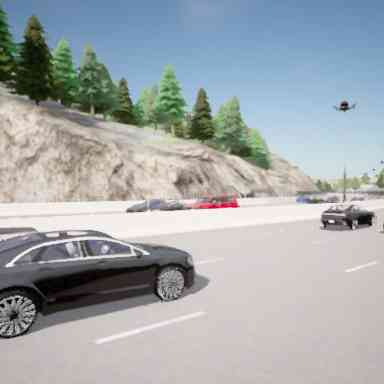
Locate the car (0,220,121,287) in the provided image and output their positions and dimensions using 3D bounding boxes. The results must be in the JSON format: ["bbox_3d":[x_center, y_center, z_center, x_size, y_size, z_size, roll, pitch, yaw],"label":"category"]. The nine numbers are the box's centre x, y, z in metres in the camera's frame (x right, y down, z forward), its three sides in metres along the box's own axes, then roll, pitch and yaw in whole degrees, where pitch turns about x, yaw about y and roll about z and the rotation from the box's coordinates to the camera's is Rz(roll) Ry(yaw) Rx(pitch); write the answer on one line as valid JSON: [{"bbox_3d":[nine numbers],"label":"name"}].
[{"bbox_3d":[-4.548,1.621,9.193,4.718,1.301,1.895,0,0,-36],"label":"car"}]

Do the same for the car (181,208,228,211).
[{"bbox_3d":[1.658,1.256,27.928,5.566,2.045,2.150,0,0,-42],"label":"car"}]

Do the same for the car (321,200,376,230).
[{"bbox_3d":[9.969,1.504,21.056,4.902,1.511,2.128,0,0,-42],"label":"car"}]

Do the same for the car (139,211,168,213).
[{"bbox_3d":[-1.810,1.534,29.571,4.902,1.511,2.128,0,0,-41],"label":"car"}]

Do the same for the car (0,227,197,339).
[{"bbox_3d":[-2.144,1.504,6.658,4.902,1.511,2.128,0,0,-36],"label":"car"}]

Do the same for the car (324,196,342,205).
[{"bbox_3d":[25.159,1.540,59.116,1.837,1.490,4.892,0,0,36],"label":"car"}]
